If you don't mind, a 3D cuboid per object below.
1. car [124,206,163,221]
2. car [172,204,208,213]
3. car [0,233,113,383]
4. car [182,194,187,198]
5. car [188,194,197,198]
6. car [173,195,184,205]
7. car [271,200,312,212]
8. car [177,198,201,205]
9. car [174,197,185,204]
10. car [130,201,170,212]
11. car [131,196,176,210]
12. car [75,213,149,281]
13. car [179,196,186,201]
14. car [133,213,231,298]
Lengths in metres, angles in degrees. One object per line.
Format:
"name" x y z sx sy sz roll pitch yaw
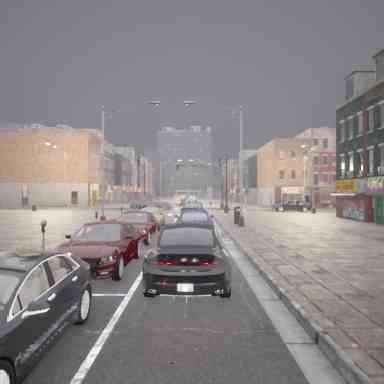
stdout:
"car" -2.613 1.556 15.402 1.887 1.381 4.507 0 0 0
"car" 0.114 1.538 16.004 1.812 1.442 4.674 0 0 0
"car" -2.627 1.553 4.413 2.008 1.369 4.403 0 0 0
"car" -2.557 1.421 58.297 2.192 1.841 5.009 0 0 0
"car" 0.109 1.413 82.963 2.150 2.045 5.566 0 0 0
"car" -2.565 1.615 52.683 1.752 1.417 4.829 0 0 0
"car" 12.258 1.716 41.056 4.892 1.490 1.837 1 0 0
"car" 0.057 1.505 26.272 1.882 1.535 5.008 0 0 0
"car" -2.544 1.694 69.185 2.008 1.369 4.403 0 0 0
"car" -2.606 1.544 20.725 1.752 1.417 4.829 0 0 0
"car" -4.618 1.513 38.039 4.902 1.511 2.128 0 0 0
"car" -2.620 1.550 9.907 1.887 1.381 4.507 0 0 0
"car" -2.516 1.773 90.961 1.887 1.381 4.507 0 0 0
"car" -0.066 1.509 8.531 1.837 1.490 4.892 0 0 1
